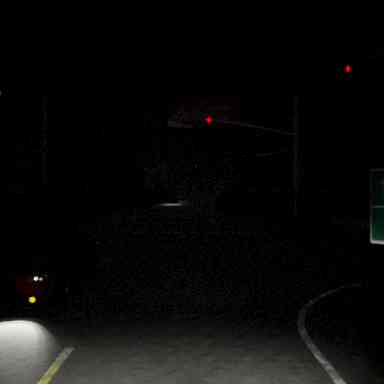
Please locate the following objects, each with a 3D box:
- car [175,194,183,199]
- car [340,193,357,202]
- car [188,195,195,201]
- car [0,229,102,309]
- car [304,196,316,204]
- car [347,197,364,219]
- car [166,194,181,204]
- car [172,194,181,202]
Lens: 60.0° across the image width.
[{"bbox_3d":[-3.641,1.172,94.465,2.033,1.411,5.357,0,0,0],"label":"car"},{"bbox_3d":[34.742,1.449,72.043,2.007,1.523,4.514,0,0,0],"label":"car"},{"bbox_3d":[-0.129,1.504,86.483,1.994,1.385,4.181,0,0,0],"label":"car"},{"bbox_3d":[-3.603,1.629,8.003,1.994,1.385,4.181,1,0,0],"label":"car"},{"bbox_3d":[22.356,1.517,64.223,1.970,1.475,3.806,0,0,0],"label":"car"},{"bbox_3d":[14.311,1.490,25.138,3.866,1.878,1.905,0,0,0],"label":"car"},{"bbox_3d":[-3.654,1.528,62.368,1.994,1.385,4.181,0,0,0],"label":"car"},{"bbox_3d":[-3.617,1.311,78.394,2.097,1.767,4.553,0,0,0],"label":"car"}]
